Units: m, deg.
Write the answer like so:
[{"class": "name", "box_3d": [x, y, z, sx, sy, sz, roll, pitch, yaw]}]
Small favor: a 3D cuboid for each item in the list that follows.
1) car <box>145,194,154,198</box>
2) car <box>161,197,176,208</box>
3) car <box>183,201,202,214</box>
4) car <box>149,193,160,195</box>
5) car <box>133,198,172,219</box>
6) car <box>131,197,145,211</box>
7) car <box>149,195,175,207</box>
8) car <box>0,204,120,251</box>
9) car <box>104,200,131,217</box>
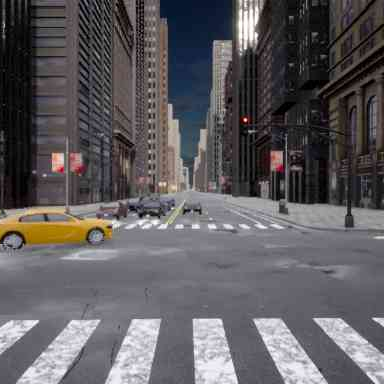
[{"class": "car", "box_3d": [-6.693, 1.470, 47.332, 1.837, 1.490, 4.892, 0, 0, 0]}, {"class": "car", "box_3d": [-3.452, 1.510, 49.712, 2.033, 1.411, 5.357, 0, 0, 0]}, {"class": "car", "box_3d": [0.020, 1.579, 35.052, 1.895, 1.301, 4.718, 0, 0, 0]}, {"class": "car", "box_3d": [-6.677, 1.170, 57.782, 2.150, 2.045, 5.566, 0, 0, 1]}, {"class": "car", "box_3d": [-3.381, 1.531, 29.420, 2.033, 1.411, 5.357, 0, 0, 4]}, {"class": "car", "box_3d": [-6.673, 1.577, 37.092, 1.895, 1.301, 4.718, 0, 0, 0]}, {"class": "car", "box_3d": [-3.424, 1.466, 39.160, 2.128, 1.511, 4.902, 0, 0, 0]}, {"class": "car", "box_3d": [-5.881, 1.471, 14.033, 5.008, 1.535, 1.882, 0, 0, -26]}, {"class": "car", "box_3d": [-6.653, 1.510, 27.984, 1.812, 1.442, 4.674, 0, 0, 0]}]
